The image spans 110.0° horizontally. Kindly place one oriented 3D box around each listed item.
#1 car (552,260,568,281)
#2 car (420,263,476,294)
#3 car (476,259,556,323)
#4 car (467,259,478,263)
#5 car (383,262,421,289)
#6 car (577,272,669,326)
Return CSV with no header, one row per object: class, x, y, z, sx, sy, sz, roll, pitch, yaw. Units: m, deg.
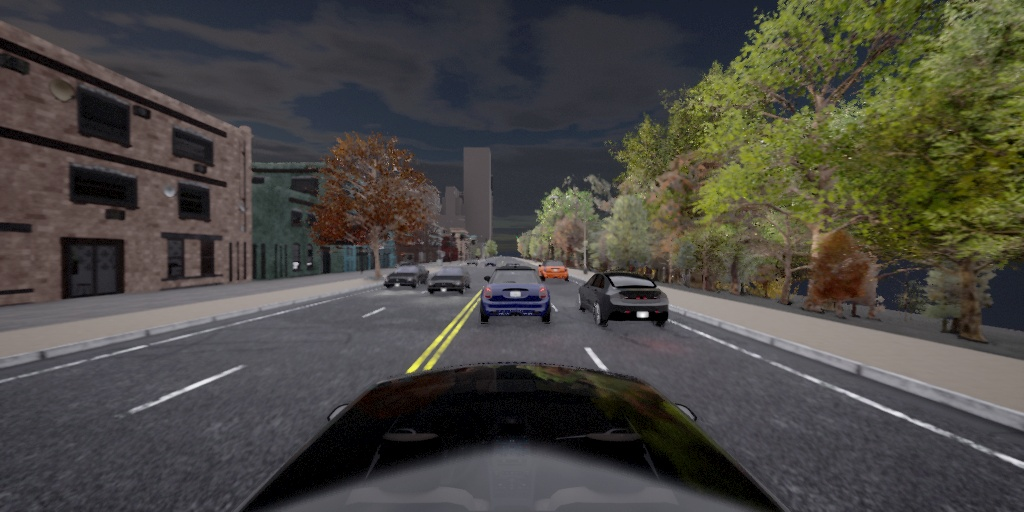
car,3.292,1.098,29.537,2.097,1.767,4.553,0,0,-1
car,-3.357,1.295,20.282,2.033,1.411,5.357,0,0,0
car,0.100,1.100,12.314,2.097,1.767,4.553,0,0,0
car,-7.109,1.146,64.825,1.895,1.301,4.718,0,0,-1
car,-6.610,1.294,23.304,2.033,1.411,5.357,0,0,0
car,3.349,1.253,11.606,1.837,1.490,4.892,0,0,0
